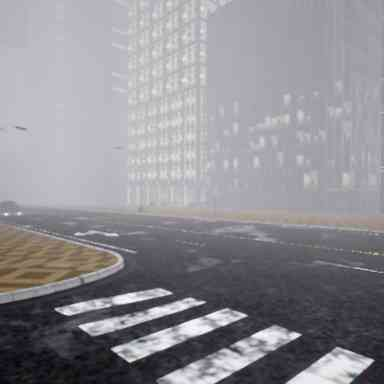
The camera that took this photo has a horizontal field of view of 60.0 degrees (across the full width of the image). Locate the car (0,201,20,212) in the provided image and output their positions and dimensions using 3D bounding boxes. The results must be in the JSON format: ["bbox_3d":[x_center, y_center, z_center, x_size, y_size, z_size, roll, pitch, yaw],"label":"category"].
[{"bbox_3d":[-25.486,1.975,46.392,1.882,1.535,5.008,0,-1,-42],"label":"car"}]
